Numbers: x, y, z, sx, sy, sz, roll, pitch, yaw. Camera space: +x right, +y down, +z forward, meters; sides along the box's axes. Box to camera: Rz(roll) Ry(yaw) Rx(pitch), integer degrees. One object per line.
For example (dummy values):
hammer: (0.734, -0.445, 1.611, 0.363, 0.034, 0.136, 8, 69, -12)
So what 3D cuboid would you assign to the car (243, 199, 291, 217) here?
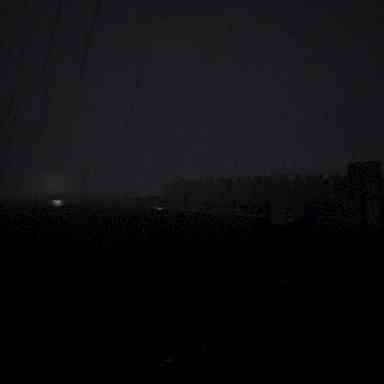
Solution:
car: (6.338, 1.335, 28.323, 1.994, 1.385, 4.181, 0, 0, -35)

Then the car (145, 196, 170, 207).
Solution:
car: (-4.609, 1.236, 43.996, 1.994, 1.385, 4.181, 0, 0, -35)
